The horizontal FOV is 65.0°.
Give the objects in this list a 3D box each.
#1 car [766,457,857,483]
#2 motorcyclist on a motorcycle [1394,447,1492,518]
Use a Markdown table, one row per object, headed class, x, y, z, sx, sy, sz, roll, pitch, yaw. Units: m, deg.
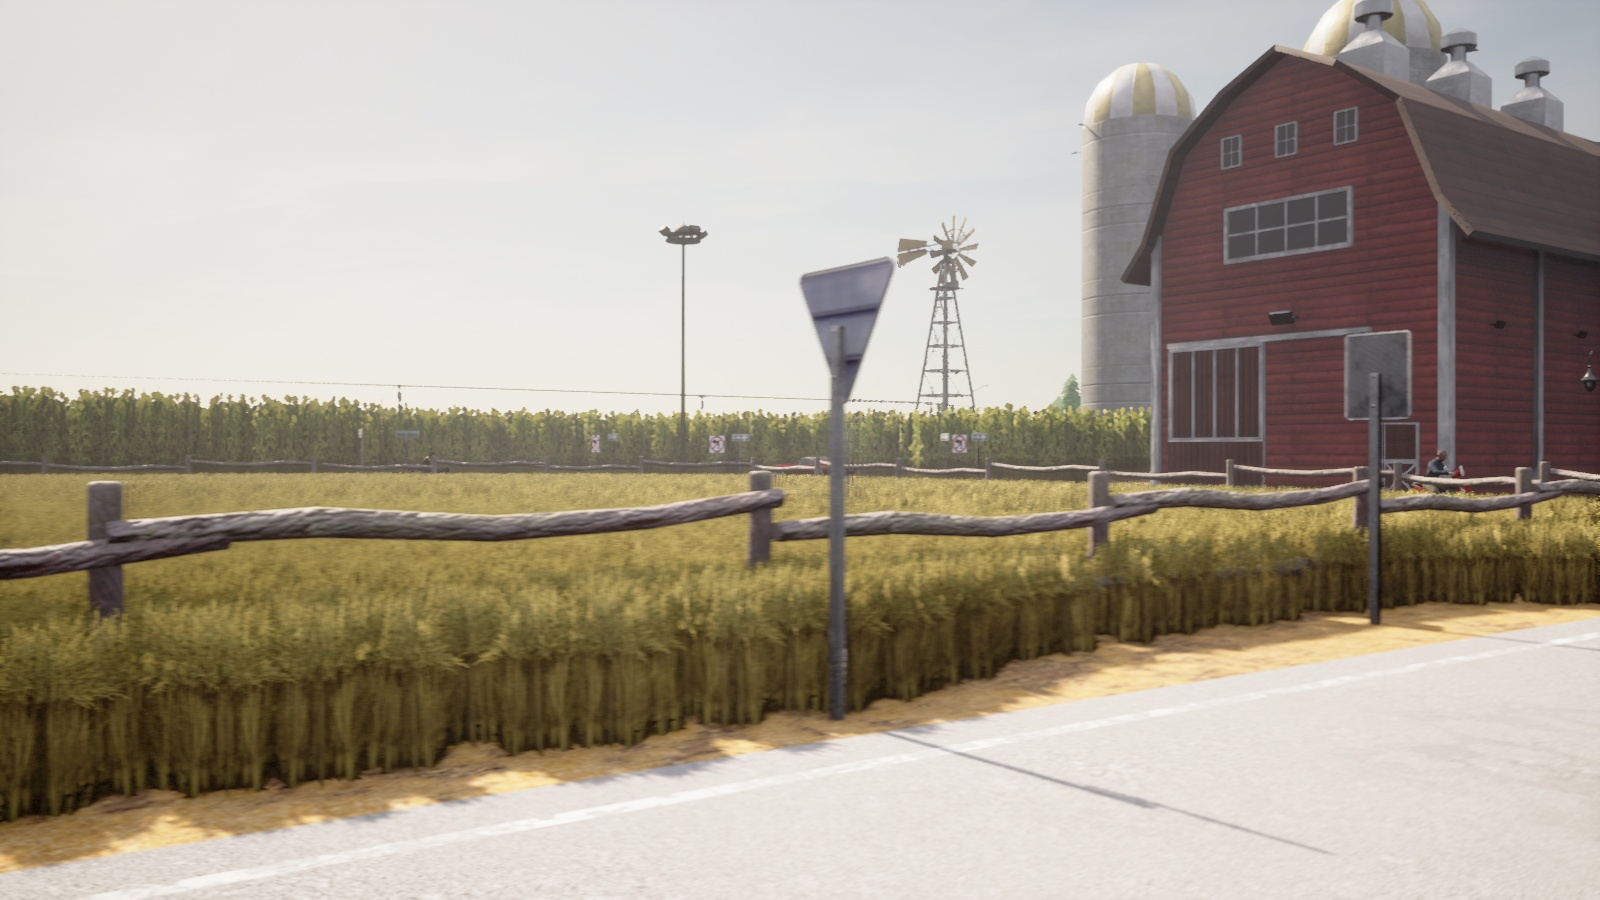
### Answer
| class | x | y | z | sx | sy | sz | roll | pitch | yaw |
| --- | --- | --- | --- | --- | --- | --- | --- | --- | --- |
| car | 0.570 | 1.007 | 65.948 | 4.718 | 1.301 | 1.895 | 0 | 0 | 44 |
| motorcyclist on a motorcycle | 14.926 | 0.739 | 29.194 | 0.866 | 1.590 | 1.817 | 0 | 0 | -38 |
